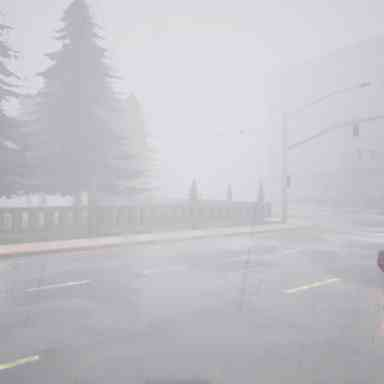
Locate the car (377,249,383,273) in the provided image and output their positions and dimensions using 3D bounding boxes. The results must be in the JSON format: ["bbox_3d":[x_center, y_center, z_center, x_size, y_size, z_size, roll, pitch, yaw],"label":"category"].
[{"bbox_3d":[6.924,1.650,8.723,4.718,1.301,1.895,0,0,-35],"label":"car"}]
